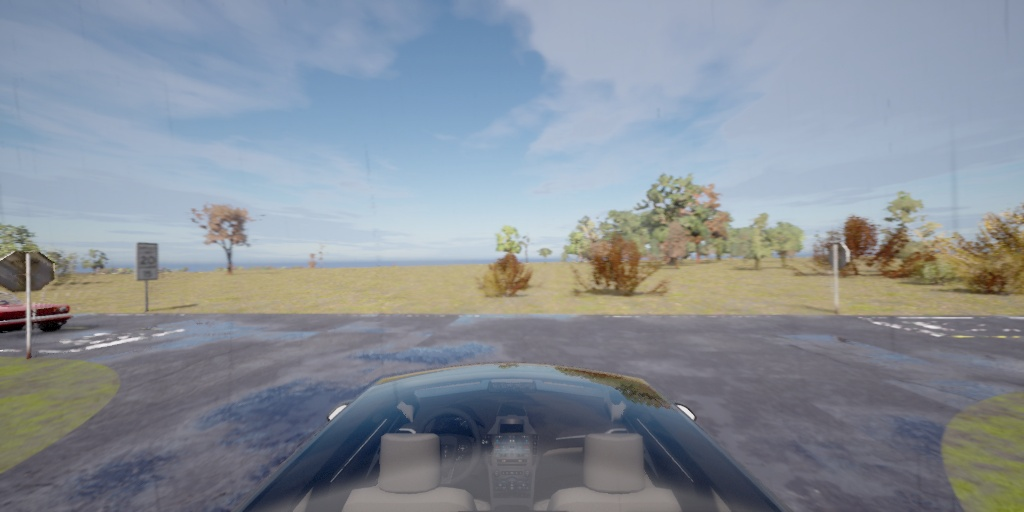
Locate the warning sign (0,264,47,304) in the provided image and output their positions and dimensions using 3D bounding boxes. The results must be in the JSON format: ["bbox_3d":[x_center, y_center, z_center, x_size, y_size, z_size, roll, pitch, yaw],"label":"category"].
[{"bbox_3d":[-23.323,1.445,16.838,1.060,1.860,1.300,0,0,8],"label":"warning sign"}]

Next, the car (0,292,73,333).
[{"bbox_3d":[-15.851,1.729,10.480,4.718,1.301,1.895,-1,-1,8],"label":"car"}]
